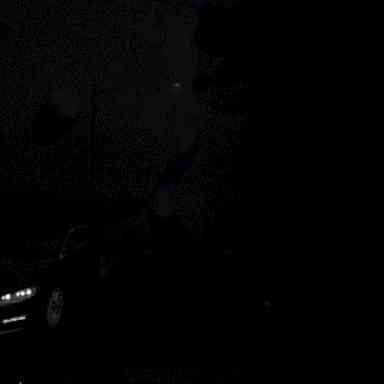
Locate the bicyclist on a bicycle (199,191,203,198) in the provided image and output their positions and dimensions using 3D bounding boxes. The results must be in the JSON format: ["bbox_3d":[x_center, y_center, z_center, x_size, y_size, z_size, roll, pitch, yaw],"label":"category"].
[{"bbox_3d":[2.165,0.598,78.981,0.866,1.612,1.509,1,1,6],"label":"bicyclist on a bicycle"}]

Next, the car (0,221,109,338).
[{"bbox_3d":[-3.080,1.406,6.813,2.128,1.511,4.902,1,1,0],"label":"car"}]

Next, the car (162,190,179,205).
[{"bbox_3d":[-3.006,0.680,47.171,2.150,2.045,5.566,1,1,0],"label":"car"}]

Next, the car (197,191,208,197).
[{"bbox_3d":[2.452,0.501,88.913,1.837,1.490,4.892,1,0,9],"label":"car"}]

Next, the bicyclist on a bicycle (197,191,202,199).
[{"bbox_3d":[1.376,0.728,68.669,0.582,1.620,1.656,2,1,3],"label":"bicyclist on a bicycle"}]
